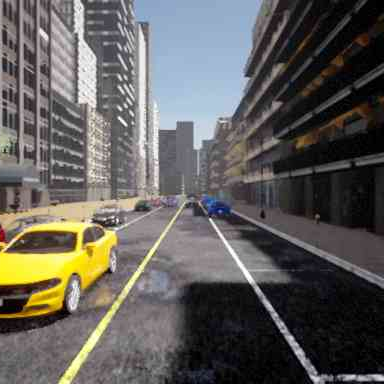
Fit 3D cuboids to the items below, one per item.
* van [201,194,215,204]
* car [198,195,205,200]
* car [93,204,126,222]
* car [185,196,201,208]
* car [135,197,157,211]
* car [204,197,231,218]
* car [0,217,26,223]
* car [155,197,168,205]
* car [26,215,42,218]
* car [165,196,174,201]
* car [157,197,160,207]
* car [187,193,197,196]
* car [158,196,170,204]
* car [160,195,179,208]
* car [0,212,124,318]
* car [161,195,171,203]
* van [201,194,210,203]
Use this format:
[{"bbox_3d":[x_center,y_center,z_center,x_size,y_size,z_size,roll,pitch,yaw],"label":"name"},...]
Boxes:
[{"bbox_3d":[2.678,1.348,50.779,1.690,1.788,3.998,0,0,0],"label":"van"},{"bbox_3d":[2.671,1.624,94.962,1.947,1.339,4.313,0,0,0],"label":"car"},{"bbox_3d":[-5.697,1.548,23.164,2.008,1.369,4.403,0,0,0],"label":"car"},{"bbox_3d":[0.002,1.606,48.772,1.895,1.301,4.718,0,0,0],"label":"car"},{"bbox_3d":[-5.700,1.566,39.732,1.947,1.339,4.313,0,0,0],"label":"car"},{"bbox_3d":[2.355,1.475,30.063,1.882,1.535,5.008,0,0,0],"label":"car"},{"bbox_3d":[-5.694,1.313,6.594,2.192,1.841,5.009,0,0,0],"label":"car"},{"bbox_3d":[-5.704,1.568,61.822,2.008,1.369,4.403,0,0,0],"label":"car"},{"bbox_3d":[-5.695,1.548,12.118,2.008,1.369,4.403,0,0,0],"label":"car"},{"bbox_3d":[-5.708,1.607,83.915,1.947,1.339,4.313,0,0,0],"label":"car"},{"bbox_3d":[-5.702,1.447,50.778,1.967,1.590,4.097,0,0,0],"label":"car"},{"bbox_3d":[-0.007,1.240,62.311,2.150,2.045,5.566,0,0,0],"label":"car"},{"bbox_3d":[-5.705,1.573,67.346,2.008,1.369,4.403,0,0,0],"label":"car"},{"bbox_3d":[-3.083,1.359,49.481,2.097,1.767,4.553,0,0,0],"label":"car"},{"bbox_3d":[-3.102,1.475,7.751,1.882,1.535,5.008,0,0,0],"label":"car"},{"bbox_3d":[-5.706,1.469,72.870,1.967,1.590,4.097,0,0,0],"label":"car"},{"bbox_3d":[2.676,1.364,67.347,1.690,1.788,3.998,0,0,0],"label":"van"}]
